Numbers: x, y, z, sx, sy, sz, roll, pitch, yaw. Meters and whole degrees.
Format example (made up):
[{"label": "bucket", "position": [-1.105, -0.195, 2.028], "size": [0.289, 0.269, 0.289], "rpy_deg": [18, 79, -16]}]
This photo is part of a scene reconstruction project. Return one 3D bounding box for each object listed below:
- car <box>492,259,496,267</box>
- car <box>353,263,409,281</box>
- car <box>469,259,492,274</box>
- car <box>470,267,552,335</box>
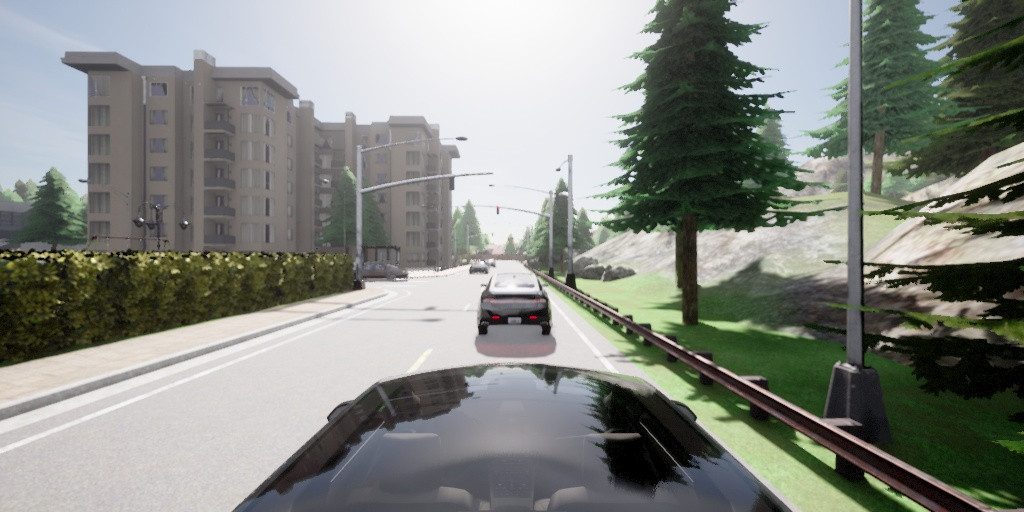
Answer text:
[{"label": "car", "position": [-3.641, 1.217, 59.329], "size": [2.128, 1.511, 4.902], "rpy_deg": [0, 0, 0]}, {"label": "car", "position": [-11.009, 1.271, 28.606], "size": [5.357, 1.411, 2.033], "rpy_deg": [0, 0, -10]}, {"label": "car", "position": [-3.641, 1.297, 40.159], "size": [1.994, 1.385, 4.181], "rpy_deg": [0, 0, 0]}, {"label": "car", "position": [0.068, 1.238, 10.473], "size": [2.128, 1.511, 4.902], "rpy_deg": [0, 0, 0]}]
